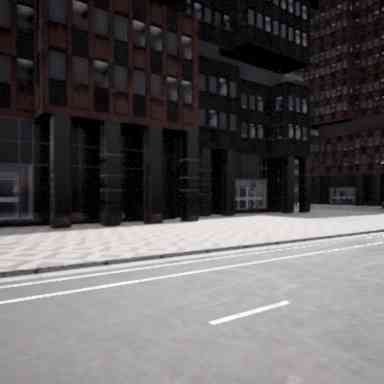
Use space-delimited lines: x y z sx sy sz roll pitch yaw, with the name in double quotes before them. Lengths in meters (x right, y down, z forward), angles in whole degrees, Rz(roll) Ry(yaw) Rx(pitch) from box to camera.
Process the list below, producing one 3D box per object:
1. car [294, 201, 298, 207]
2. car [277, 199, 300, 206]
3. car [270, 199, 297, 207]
"car" 16.932 2.293 61.821 1.752 1.417 4.829 0 0 -36
"car" 20.618 2.308 71.325 1.887 1.381 4.507 0 0 -36
"car" 18.915 2.196 68.961 2.033 1.411 5.357 0 0 -36
